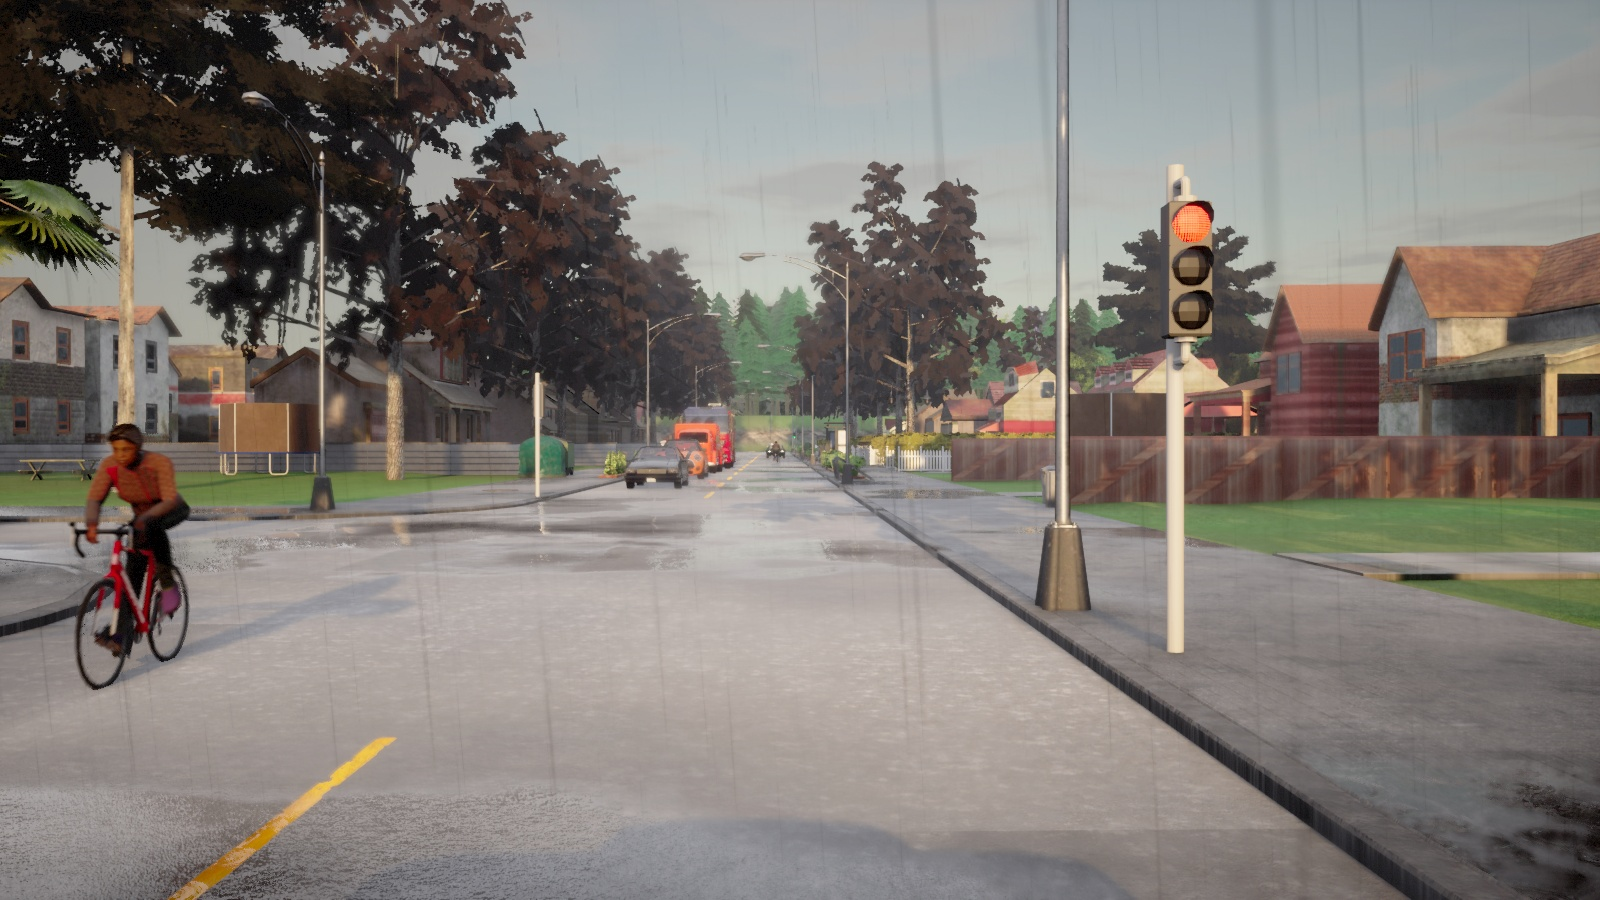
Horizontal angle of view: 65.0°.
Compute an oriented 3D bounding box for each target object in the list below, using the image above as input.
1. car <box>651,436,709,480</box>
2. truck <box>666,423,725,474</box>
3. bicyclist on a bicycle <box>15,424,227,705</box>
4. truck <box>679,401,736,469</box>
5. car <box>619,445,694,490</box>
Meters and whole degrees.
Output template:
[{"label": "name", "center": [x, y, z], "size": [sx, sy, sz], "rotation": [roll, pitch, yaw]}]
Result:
[{"label": "car", "center": [-4.985, 0.303, 52.843], "size": [2.097, 1.767, 4.553], "rotation": [0, 0, -1]}, {"label": "truck", "center": [-5.189, -0.100, 63.075], "size": [2.627, 2.467, 5.204], "rotation": [0, 0, -1]}, {"label": "bicyclist on a bicycle", "center": [-4.294, 0.650, 8.071], "size": [0.582, 1.620, 1.656], "rotation": [0, 1, -5]}, {"label": "truck", "center": [-5.423, -0.846, 74.966], "size": [2.891, 3.827, 8.468], "rotation": [0, 0, -1]}, {"label": "car", "center": [-4.789, 0.549, 42.690], "size": [2.033, 1.411, 5.357], "rotation": [0, 0, -1]}]
